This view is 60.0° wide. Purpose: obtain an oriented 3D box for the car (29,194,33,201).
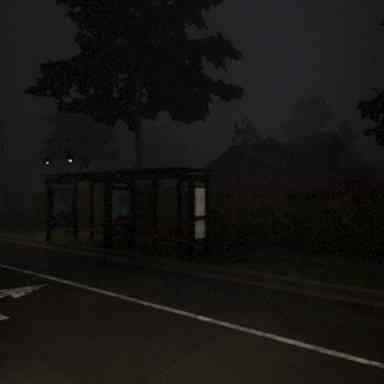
[{"bbox_3d":[-27.973,1.121,56.276,3.806,1.475,1.970,0,0,36],"label":"car"}]
